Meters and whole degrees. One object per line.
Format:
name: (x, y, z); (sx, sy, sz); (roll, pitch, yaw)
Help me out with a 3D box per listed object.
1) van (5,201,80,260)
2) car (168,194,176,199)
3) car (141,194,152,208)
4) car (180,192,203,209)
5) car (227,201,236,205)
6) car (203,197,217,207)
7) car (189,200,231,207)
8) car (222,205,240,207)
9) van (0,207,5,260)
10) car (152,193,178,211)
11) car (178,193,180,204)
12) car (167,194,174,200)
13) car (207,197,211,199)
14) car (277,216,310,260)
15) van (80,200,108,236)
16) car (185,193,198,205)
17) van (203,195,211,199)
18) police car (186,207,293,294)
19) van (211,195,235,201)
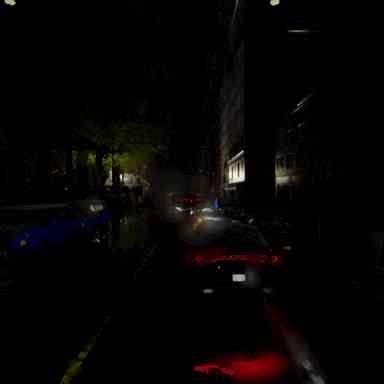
van: (-5.686, 1.336, 12.117); (1.690, 1.788, 3.998); (0, 0, 0)
car: (-5.788, 1.407, 95.204); (2.008, 1.369, 4.403); (0, 0, 0)
car: (-5.726, 1.270, 46.065); (2.192, 1.841, 5.009); (0, 0, 0)
car: (-0.053, 1.179, 44.775); (2.150, 2.045, 5.566); (0, 0, 0)
car: (2.826, 1.568, 23.474); (1.802, 1.307, 4.206); (0, 0, 0)
car: (2.792, 1.511, 51.776); (1.947, 1.339, 4.313); (0, 0, 0)
car: (0.876, 1.445, 18.973); (1.801, 1.575, 5.366); (0, 0, 0)
car: (2.834, 1.573, 17.813); (1.802, 1.307, 4.206); (0, 0, 0)
van: (-5.678, 1.339, 6.459); (1.690, 1.788, 3.998); (0, 0, 0)
car: (-3.143, 1.318, 39.273); (2.097, 1.767, 4.553); (0, 0, 0)
car: (-3.076, 1.453, 60.661); (1.812, 1.442, 4.674); (0, 0, 0)
car: (-5.781, 1.391, 89.584); (1.752, 1.417, 4.829); (0, 0, 0)
car: (2.812, 1.517, 34.795); (1.887, 1.381, 4.507); (0, 0, 0)
car: (2.840, 1.540, 12.153); (1.887, 1.381, 4.507); (0, 0, 0)
van: (-5.692, 1.332, 17.775); (1.690, 1.788, 3.998); (0, 0, 0)
car: (-0.074, 1.152, 59.371); (2.150, 2.045, 5.566); (0, 0, 0)
van: (2.798, 1.297, 46.116); (1.690, 1.788, 3.998); (0, 0, 0)
police car: (0.889, 1.422, 8.894); (1.930, 1.638, 5.238); (0, 0, 0)
van: (2.819, 1.321, 29.134); (1.690, 1.788, 3.998); (0, 0, 0)
